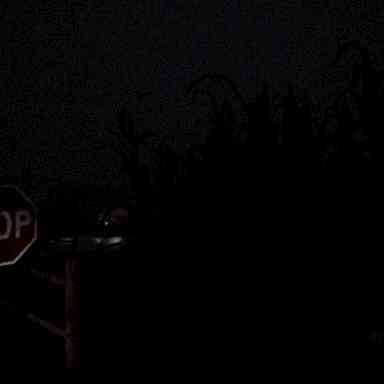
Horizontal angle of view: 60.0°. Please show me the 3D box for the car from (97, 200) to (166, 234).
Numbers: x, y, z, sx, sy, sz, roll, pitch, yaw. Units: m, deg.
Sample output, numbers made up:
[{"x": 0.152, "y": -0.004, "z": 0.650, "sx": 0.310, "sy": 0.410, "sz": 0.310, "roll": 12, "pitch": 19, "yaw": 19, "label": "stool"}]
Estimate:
[{"x": -3.671, "y": 1.554, "z": 22.226, "sx": 2.150, "sy": 2.045, "sz": 5.566, "roll": 0, "pitch": -1, "yaw": 33, "label": "car"}]
